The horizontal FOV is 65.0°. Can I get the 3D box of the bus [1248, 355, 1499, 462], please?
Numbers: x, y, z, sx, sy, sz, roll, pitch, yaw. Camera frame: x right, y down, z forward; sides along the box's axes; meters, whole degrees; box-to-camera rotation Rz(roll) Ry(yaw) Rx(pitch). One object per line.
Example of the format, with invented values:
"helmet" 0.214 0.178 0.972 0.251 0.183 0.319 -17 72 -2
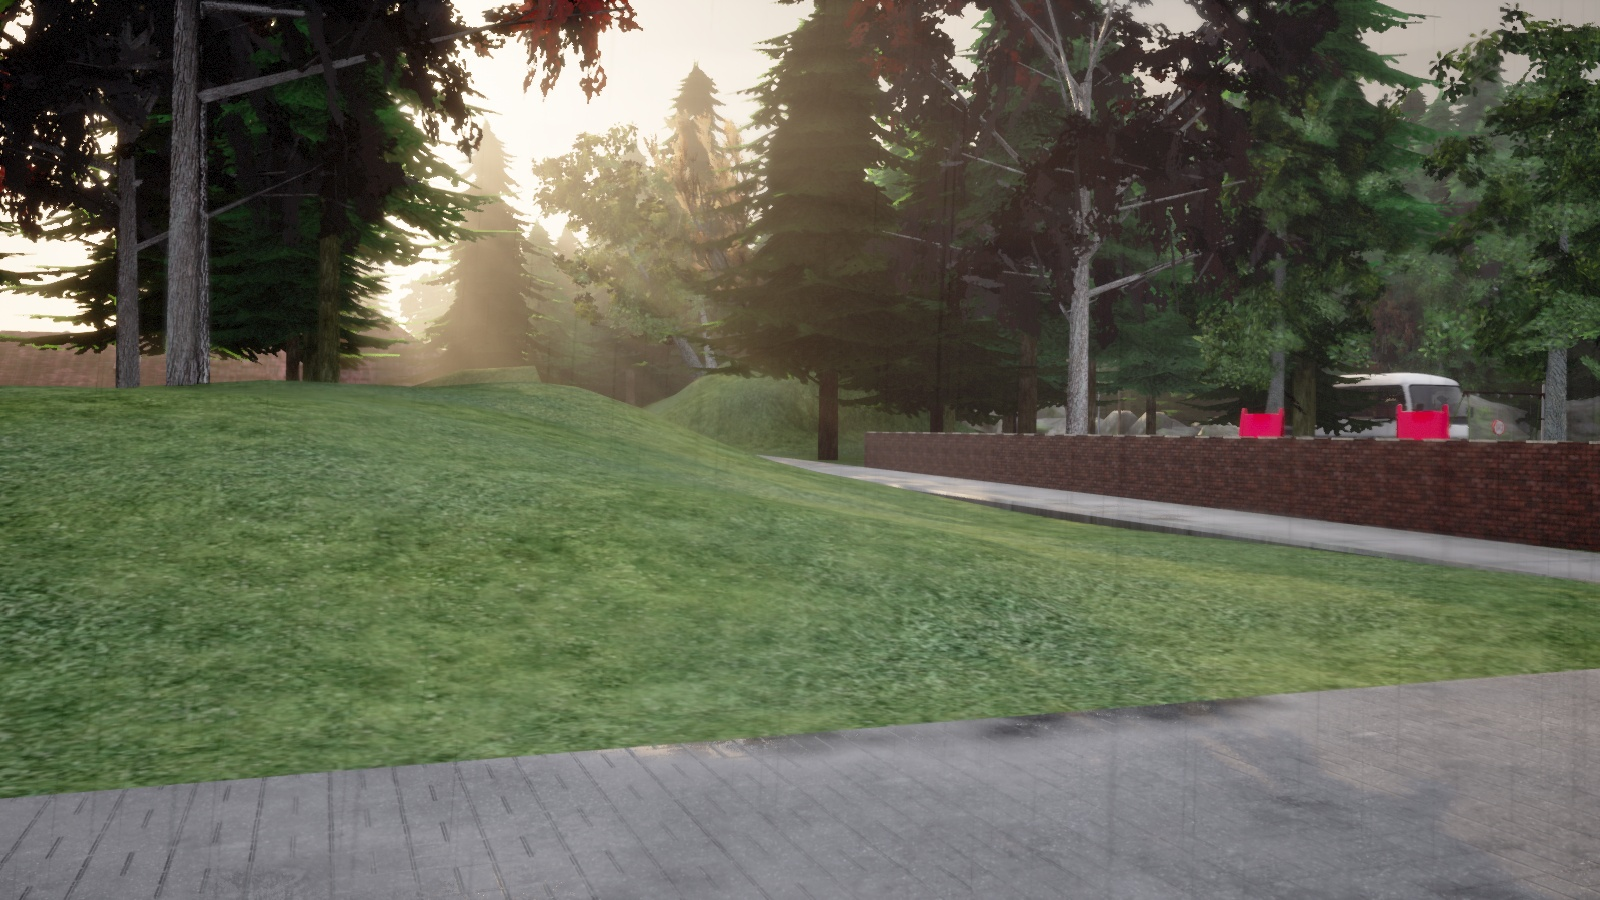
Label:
"bus" 24.933 -1.751 55.520 3.944 4.253 10.273 -1 1 -21
